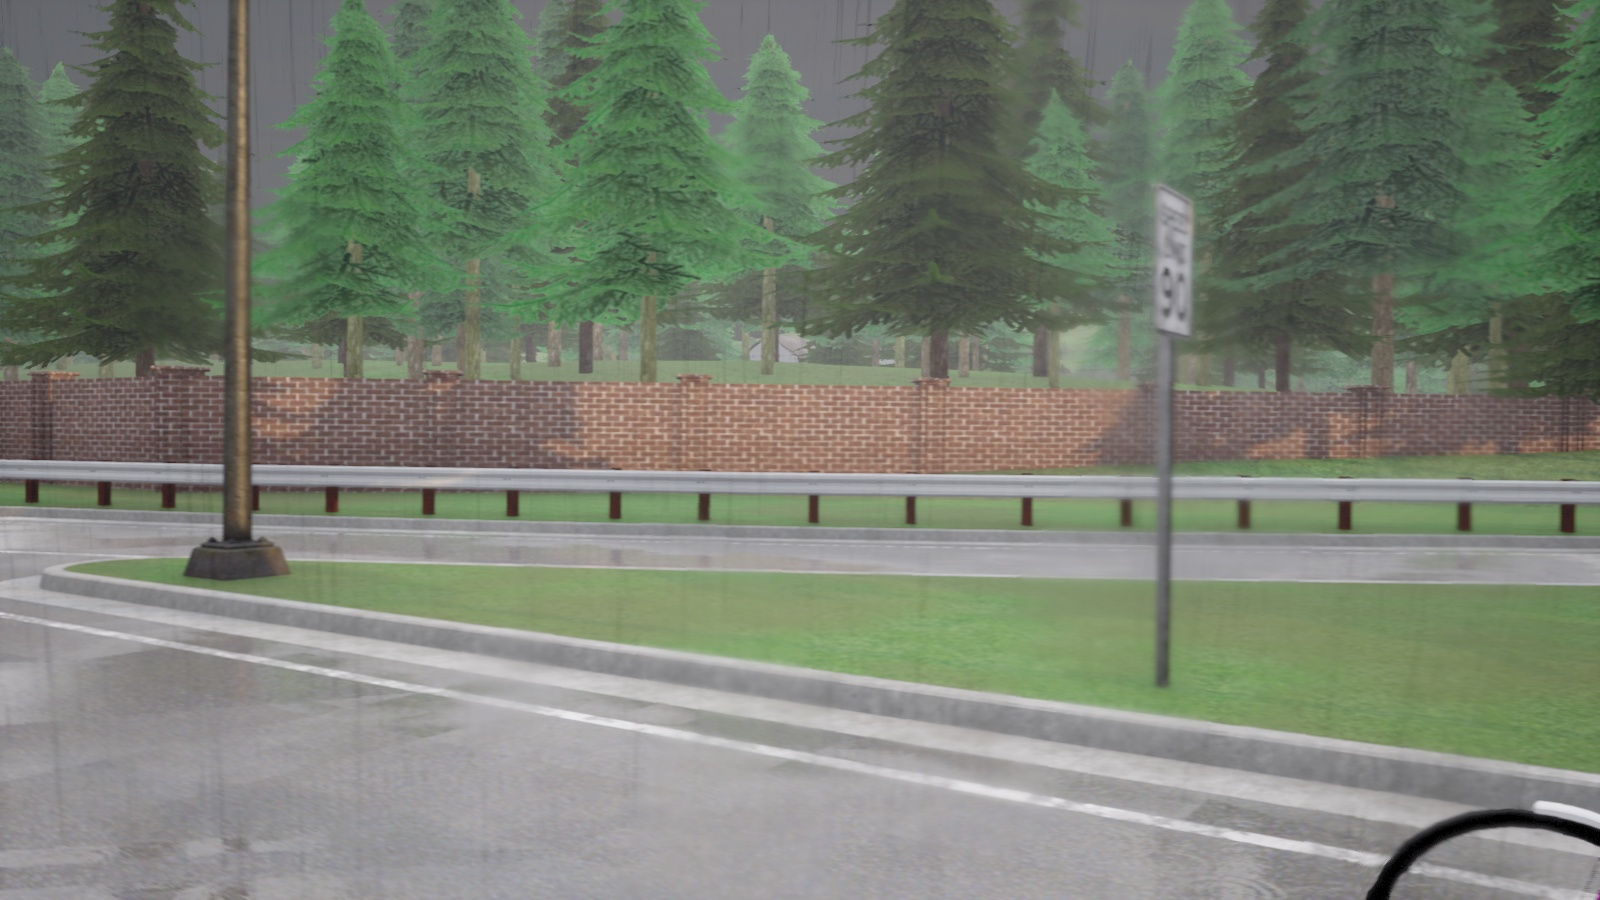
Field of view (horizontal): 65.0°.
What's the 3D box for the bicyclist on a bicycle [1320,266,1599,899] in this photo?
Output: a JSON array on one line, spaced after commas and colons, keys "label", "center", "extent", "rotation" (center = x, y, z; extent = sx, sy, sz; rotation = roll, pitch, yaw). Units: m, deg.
[{"label": "bicyclist on a bicycle", "center": [1.999, 0.553, 2.292], "extent": [1.843, 1.776, 0.659], "rotation": [0, 1, 34]}]
